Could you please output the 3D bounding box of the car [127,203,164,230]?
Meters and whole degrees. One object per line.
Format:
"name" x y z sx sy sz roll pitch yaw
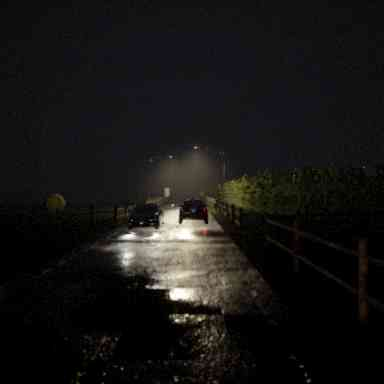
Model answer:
"car" -2.851 1.500 21.080 1.837 1.490 4.892 0 0 0

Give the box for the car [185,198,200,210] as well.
"car" 0.099 1.500 42.963 1.837 1.490 4.892 0 0 0

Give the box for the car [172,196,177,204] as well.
"car" -2.777 1.489 62.892 1.882 1.535 5.008 0 0 1

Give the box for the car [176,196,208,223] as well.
"car" 0.098 1.347 25.360 2.097 1.767 4.553 0 0 0
